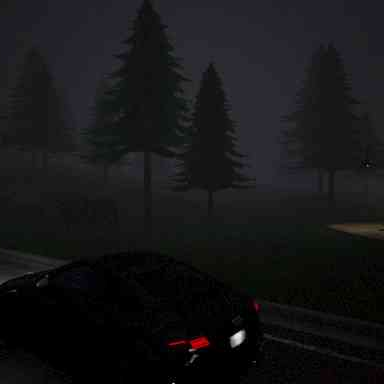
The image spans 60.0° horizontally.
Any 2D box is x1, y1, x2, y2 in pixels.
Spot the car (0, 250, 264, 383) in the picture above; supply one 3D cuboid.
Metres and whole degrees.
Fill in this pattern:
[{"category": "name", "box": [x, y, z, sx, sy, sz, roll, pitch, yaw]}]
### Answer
[{"category": "car", "box": [-1.124, 1.564, 4.793, 4.181, 1.385, 1.994, 0, 0, 35]}]
